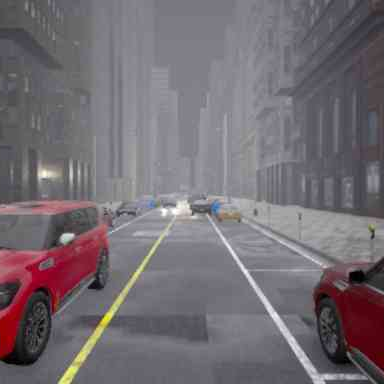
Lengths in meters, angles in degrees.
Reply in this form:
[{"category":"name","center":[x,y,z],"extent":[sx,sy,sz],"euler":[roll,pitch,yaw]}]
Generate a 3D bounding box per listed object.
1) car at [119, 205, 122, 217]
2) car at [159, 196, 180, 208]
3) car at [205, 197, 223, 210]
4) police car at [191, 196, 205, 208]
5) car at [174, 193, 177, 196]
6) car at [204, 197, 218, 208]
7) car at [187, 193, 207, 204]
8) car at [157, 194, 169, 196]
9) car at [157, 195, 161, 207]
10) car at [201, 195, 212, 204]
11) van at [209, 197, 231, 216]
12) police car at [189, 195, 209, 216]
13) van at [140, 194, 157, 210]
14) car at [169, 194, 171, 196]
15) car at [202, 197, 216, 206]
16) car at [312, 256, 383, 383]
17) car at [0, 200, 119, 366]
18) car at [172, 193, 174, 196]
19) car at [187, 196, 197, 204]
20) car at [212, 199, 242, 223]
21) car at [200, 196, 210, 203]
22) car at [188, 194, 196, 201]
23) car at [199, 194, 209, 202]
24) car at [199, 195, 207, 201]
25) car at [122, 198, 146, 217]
[{"category":"car","center":[-5.769,1.535,19.736],"extent":[1.887,1.381,4.507],"euler":[0,0,0]},{"category":"car","center":[-3.094,1.588,46.869],"extent":[1.895,1.301,4.718],"euler":[0,0,0]},{"category":"car","center":[2.751,1.427,42.297],"extent":[1.967,1.590,4.097],"euler":[0,0,0]},{"category":"police car","center":[0.890,1.412,48.449],"extent":[1.930,1.638,5.238],"euler":[0,0,0]},{"category":"car","center":[-5.784,1.425,87.377],"extent":[1.967,1.590,4.097],"euler":[0,0,0]},{"category":"car","center":[2.750,1.512,48.103],"extent":[1.752,1.417,4.829],"euler":[0,0,0]},{"category":"car","center":[0.724,1.203,42.362],"extent":[2.150,2.045,5.566],"euler":[0,0,-1]},{"category":"car","center":[-5.778,1.301,59.193],"extent":[2.192,1.841,5.009],"euler":[0,0,0]},{"category":"car","center":[-5.775,1.553,47.920],"extent":[1.947,1.339,4.313],"euler":[0,0,0]},{"category":"car","center":[2.746,1.426,64.841],"extent":[1.967,1.590,4.097],"euler":[0,0,0]},{"category":"van","center":[2.753,1.330,31.024],"extent":[1.690,1.788,3.998],"euler":[0,0,0]},{"category":"police car","center":[0.893,1.414,32.449],"extent":[1.930,1.638,5.238],"euler":[0,0,0]},{"category":"van","center":[-5.775,1.328,42.283],"extent":[1.690,1.788,3.998],"euler":[0,0,0]},{"category":"car","center":[-5.779,1.531,64.830],"extent":[1.887,1.381,4.507],"euler":[0,0,0]},{"category":"car","center":[2.749,1.537,53.569],"extent":[2.008,1.369,4.403],"euler":[0,0,0]},{"category":"car","center":[2.759,1.313,2.842],"extent":[2.192,1.841,5.009],"euler":[0,0,0]},{"category":"car","center":[-3.102,1.217,6.158],"extent":[2.150,2.045,5.566],"euler":[0,0,0]},{"category":"car","center":[-5.781,1.425,76.104],"extent":[1.967,1.590,4.097],"euler":[0,0,0]},{"category":"car","center":[-0.014,1.493,65.599],"extent":[1.837,1.490,4.892],"euler":[0,0,0]},{"category":"car","center":[2.754,1.514,25.558],"extent":[1.752,1.417,4.829],"euler":[0,0,0]},{"category":"car","center":[2.745,1.551,70.478],"extent":[1.947,1.339,4.313],"euler":[0,0,0]},{"category":"car","center":[-0.018,1.341,82.183],"extent":[1.837,1.490,4.892],"euler":[0,0,0]},{"category":"car","center":[2.743,1.300,76.115],"extent":[2.192,1.841,5.009],"euler":[0,0,0]},{"category":"car","center":[2.742,1.551,87.387],"extent":[1.947,1.339,4.313],"euler":[0,0,0]},{"category":"car","center":[-5.772,1.554,31.010],"extent":[1.947,1.339,4.313],"euler":[0,0,0]}]
